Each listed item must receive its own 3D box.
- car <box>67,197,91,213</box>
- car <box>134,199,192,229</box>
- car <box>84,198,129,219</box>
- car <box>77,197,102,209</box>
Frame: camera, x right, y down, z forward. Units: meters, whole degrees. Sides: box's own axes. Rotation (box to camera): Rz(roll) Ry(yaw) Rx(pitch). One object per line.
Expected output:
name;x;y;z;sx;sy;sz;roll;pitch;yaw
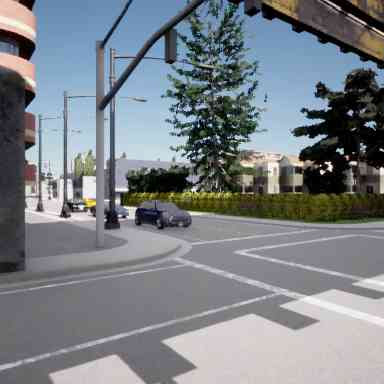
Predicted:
car;-13.292;1.492;37.809;2.128;1.511;4.902;0;0;-35
car;-1.959;1.352;21.679;2.097;1.767;4.553;0;0;-35
car;-7.434;1.547;29.457;2.033;1.411;5.357;0;0;-35
car;-14.061;1.478;45.323;1.882;1.535;5.008;0;0;-34
